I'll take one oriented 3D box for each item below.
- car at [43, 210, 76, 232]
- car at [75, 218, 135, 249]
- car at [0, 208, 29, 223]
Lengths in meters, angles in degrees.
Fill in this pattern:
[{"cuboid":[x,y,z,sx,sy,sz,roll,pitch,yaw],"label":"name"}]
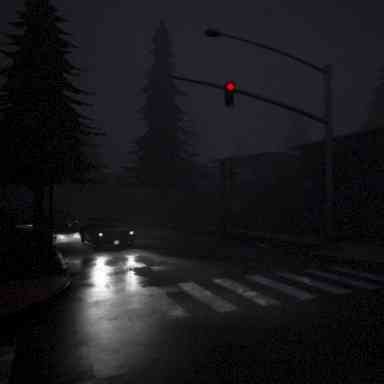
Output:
[{"cuboid":[-10.327,2.198,25.875,2.128,1.511,4.902,1,-2,-38],"label":"car"},{"cuboid":[-4.523,2.061,17.251,1.895,1.301,4.718,1,-2,-29],"label":"car"},{"cuboid":[-18.765,2.445,34.663,5.008,1.535,1.882,-1,-2,40],"label":"car"}]
